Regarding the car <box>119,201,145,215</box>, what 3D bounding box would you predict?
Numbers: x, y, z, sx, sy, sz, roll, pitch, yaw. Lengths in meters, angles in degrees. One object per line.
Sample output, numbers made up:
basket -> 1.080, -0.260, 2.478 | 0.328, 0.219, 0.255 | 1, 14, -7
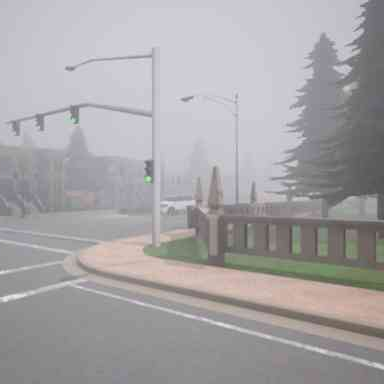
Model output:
car -> -5.604, 1.654, 34.652 | 1.994, 1.385, 4.181 | 0, 0, 36

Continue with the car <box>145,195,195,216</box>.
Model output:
car -> -1.830, 1.298, 33.910 | 2.150, 2.045, 5.566 | 0, 0, 36
